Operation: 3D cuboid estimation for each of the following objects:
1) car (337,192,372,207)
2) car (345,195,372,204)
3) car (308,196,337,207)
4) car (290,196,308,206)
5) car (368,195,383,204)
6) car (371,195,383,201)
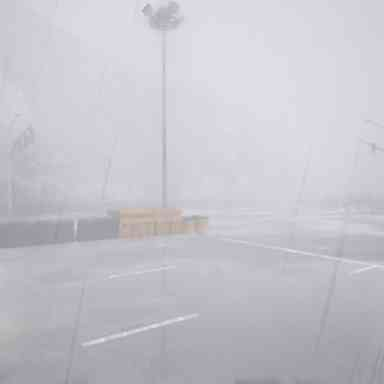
[{"bbox_3d":[23.118,1.028,46.355,5.566,2.045,2.150,0,0,-36],"label":"car"},{"bbox_3d":[29.925,1.235,59.755,4.902,1.511,2.128,0,0,-35],"label":"car"},{"bbox_3d":[19.479,1.306,48.054,4.902,1.511,2.128,-1,0,-36],"label":"car"},{"bbox_3d":[16.977,1.345,50.569,4.674,1.442,1.812,-1,0,-35],"label":"car"},{"bbox_3d":[32.878,1.285,57.559,5.357,1.411,2.033,0,0,-35],"label":"car"},{"bbox_3d":[26.308,1.401,44.332,4.718,1.301,1.895,0,0,-35],"label":"car"}]
